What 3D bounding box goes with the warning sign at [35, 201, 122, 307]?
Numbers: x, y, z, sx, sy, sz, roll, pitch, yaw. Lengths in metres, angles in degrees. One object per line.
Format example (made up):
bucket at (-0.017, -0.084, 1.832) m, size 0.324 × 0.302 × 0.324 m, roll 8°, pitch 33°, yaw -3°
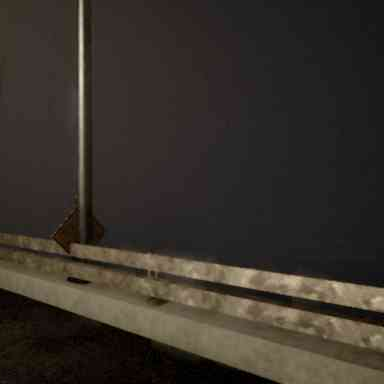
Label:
warning sign at (-2.289, 1.130, 6.796) m, size 1.060 × 1.860 × 1.300 m, roll 0°, pitch 0°, yaw 35°
